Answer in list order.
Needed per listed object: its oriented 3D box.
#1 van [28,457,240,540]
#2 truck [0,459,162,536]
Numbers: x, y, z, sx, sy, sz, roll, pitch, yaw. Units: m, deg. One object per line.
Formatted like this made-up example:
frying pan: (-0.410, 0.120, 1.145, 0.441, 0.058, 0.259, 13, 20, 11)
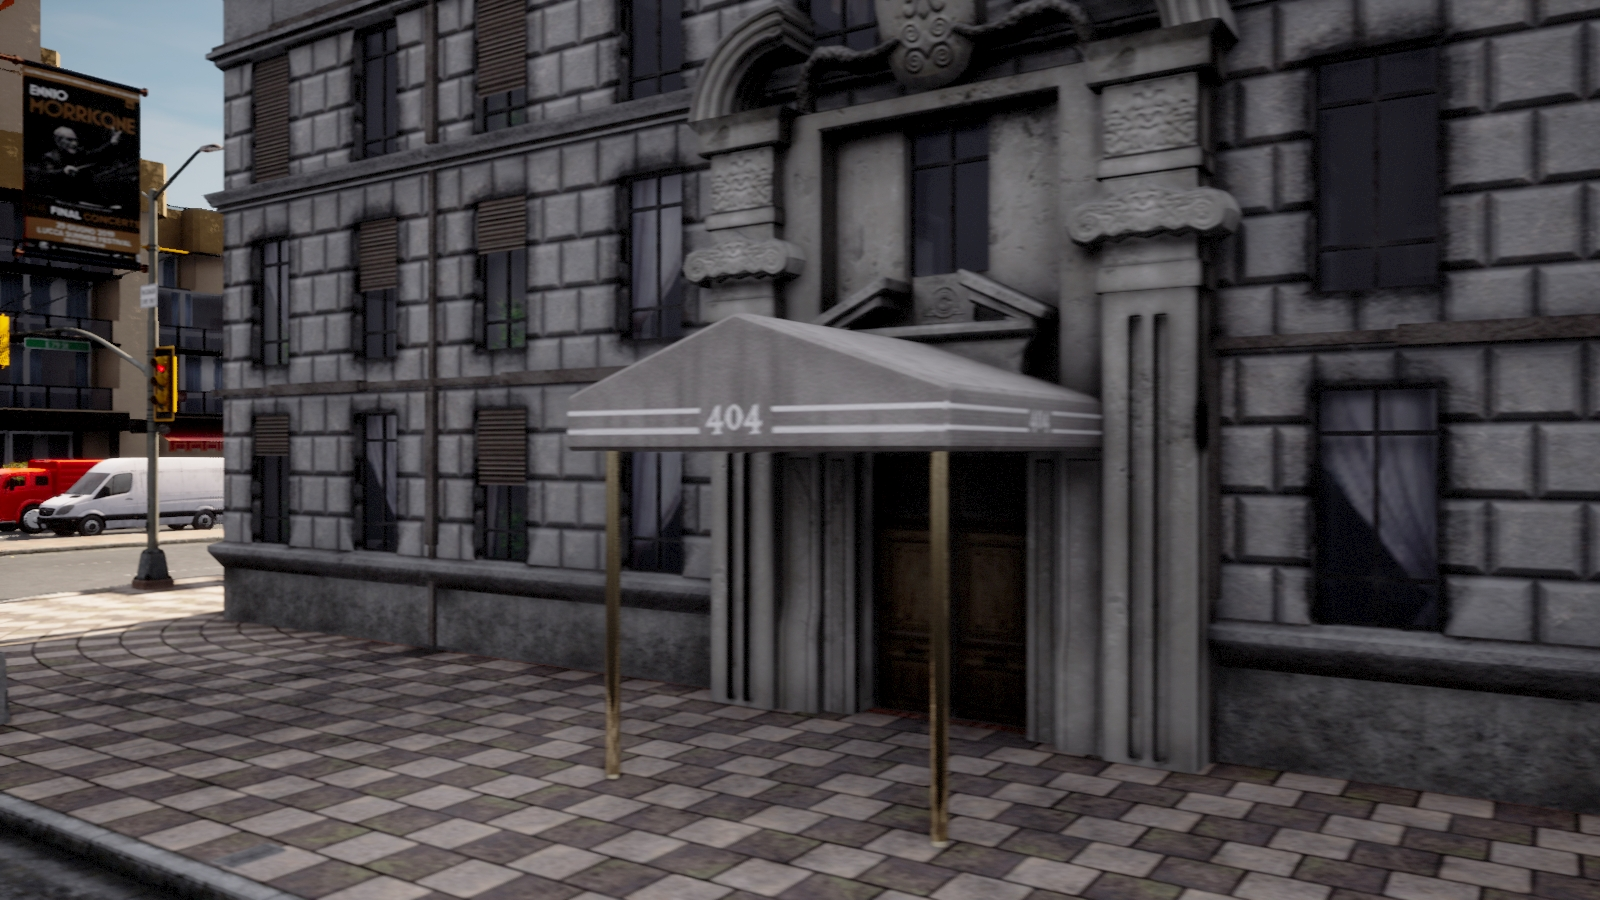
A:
van: (-22.353, 1.536, 38.650, 1.988, 2.561, 5.915, 0, 0, 33)
truck: (-25.660, 1.570, 40.001, 2.627, 2.467, 5.204, 0, 0, 33)
